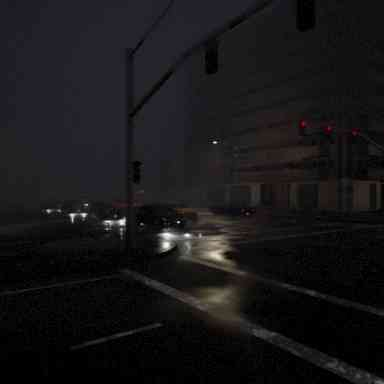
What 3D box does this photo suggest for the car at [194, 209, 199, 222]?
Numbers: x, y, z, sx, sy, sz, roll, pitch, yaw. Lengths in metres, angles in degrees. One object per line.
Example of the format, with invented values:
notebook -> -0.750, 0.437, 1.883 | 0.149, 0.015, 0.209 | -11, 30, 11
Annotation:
car -> -1.443, 1.533, 26.679 | 1.882, 1.535, 5.008 | 0, 0, -35

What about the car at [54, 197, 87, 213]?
car -> -13.707, 1.603, 37.926 | 2.033, 1.411, 5.357 | 0, 0, -35

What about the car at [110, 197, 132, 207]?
car -> -11.422, 1.581, 53.169 | 1.812, 1.442, 4.674 | 0, 0, -35

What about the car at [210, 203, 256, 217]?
car -> 3.747, 1.656, 31.625 | 1.895, 1.301, 4.718 | 0, 0, -34

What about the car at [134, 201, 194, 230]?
car -> -2.215, 1.560, 21.721 | 1.837, 1.490, 4.892 | 0, 0, -35

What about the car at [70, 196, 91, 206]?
car -> -19.845, 1.547, 58.985 | 2.128, 1.511, 4.902 | 0, 0, -35

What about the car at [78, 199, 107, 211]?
car -> -12.893, 1.603, 42.826 | 2.033, 1.411, 5.357 | 0, 0, -35

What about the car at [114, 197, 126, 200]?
car -> -6.813, 1.407, 34.245 | 2.097, 1.767, 4.553 | 0, 0, -35

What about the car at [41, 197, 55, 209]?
car -> -19.750, 1.533, 46.503 | 1.882, 1.535, 5.008 | 0, 0, -35

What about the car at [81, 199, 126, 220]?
car -> -7.853, 1.603, 29.662 | 2.033, 1.411, 5.357 | 0, 0, -35
